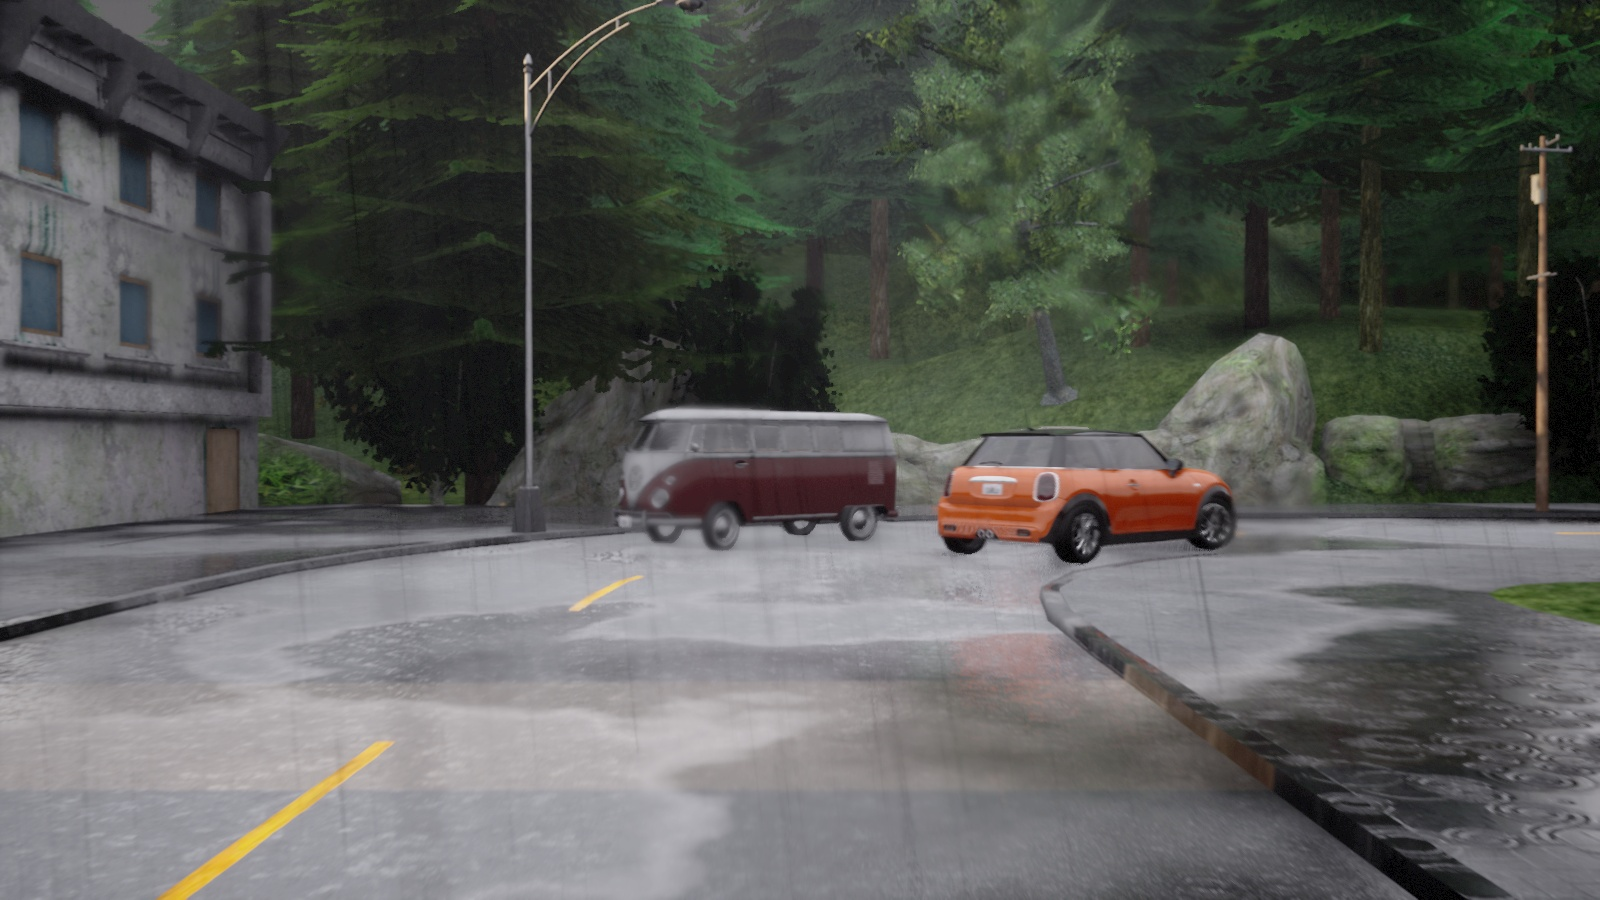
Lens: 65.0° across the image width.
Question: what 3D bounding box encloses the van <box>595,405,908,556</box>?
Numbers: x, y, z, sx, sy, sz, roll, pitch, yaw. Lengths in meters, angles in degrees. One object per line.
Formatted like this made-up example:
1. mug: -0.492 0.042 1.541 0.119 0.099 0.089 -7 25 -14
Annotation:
1. van: -0.631 0.396 18.590 4.442 1.987 1.775 0 0 -39

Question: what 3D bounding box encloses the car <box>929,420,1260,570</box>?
1. car: 4.085 0.513 17.045 4.553 1.767 2.097 0 1 -41
